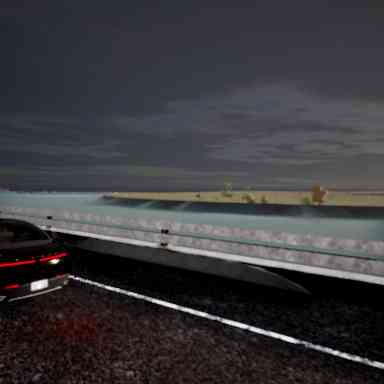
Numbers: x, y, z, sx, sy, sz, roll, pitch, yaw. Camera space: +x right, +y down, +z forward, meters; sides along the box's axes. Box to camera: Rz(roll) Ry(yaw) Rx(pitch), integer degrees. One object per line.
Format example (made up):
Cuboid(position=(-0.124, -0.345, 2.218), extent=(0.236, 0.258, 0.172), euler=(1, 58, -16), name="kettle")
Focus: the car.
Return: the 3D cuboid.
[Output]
Cuboid(position=(-4.653, 1.313, 7.299), extent=(4.892, 1.490, 1.837), euler=(2, 1, 36), name="car")
